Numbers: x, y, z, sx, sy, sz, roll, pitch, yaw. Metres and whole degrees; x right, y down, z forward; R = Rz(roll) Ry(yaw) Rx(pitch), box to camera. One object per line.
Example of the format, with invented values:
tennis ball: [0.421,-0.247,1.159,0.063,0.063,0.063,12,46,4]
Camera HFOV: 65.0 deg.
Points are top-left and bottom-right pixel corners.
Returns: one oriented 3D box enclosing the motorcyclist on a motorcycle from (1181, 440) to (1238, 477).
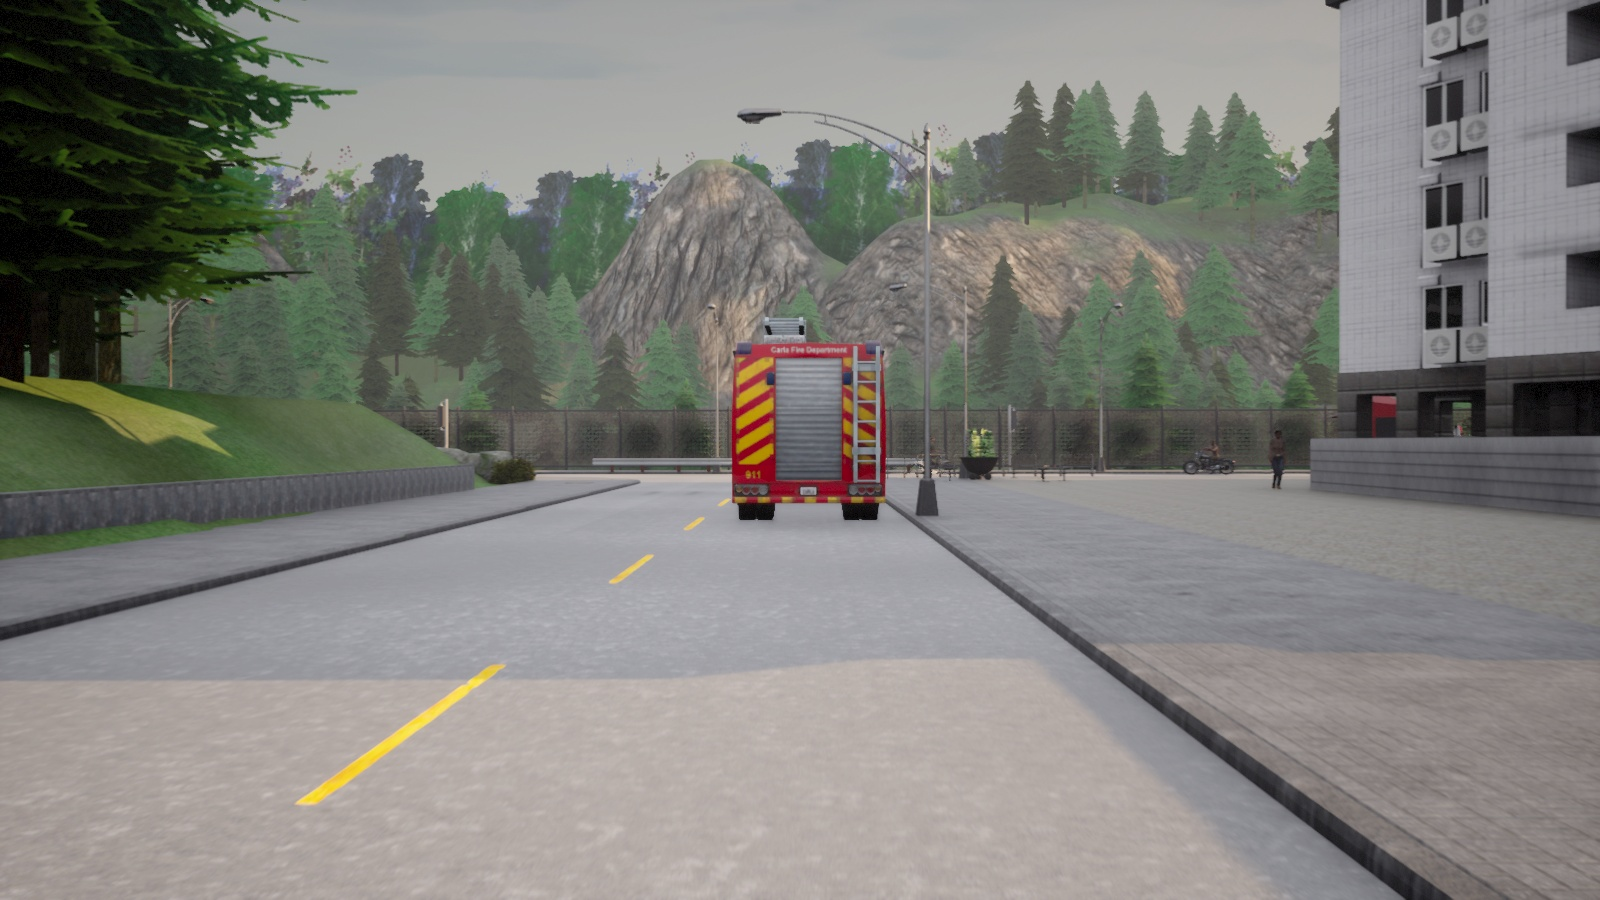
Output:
motorcyclist on a motorcycle: [18.852,0.386,57.847,2.350,1.649,0.766,0,0,0]

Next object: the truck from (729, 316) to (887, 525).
truck: [0.175,-0.572,27.270,2.891,3.827,8.468,0,0,0]

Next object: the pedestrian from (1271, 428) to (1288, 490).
pedestrian: [14.119,0.259,36.991,0.328,1.805,0.869,0,0,10]
